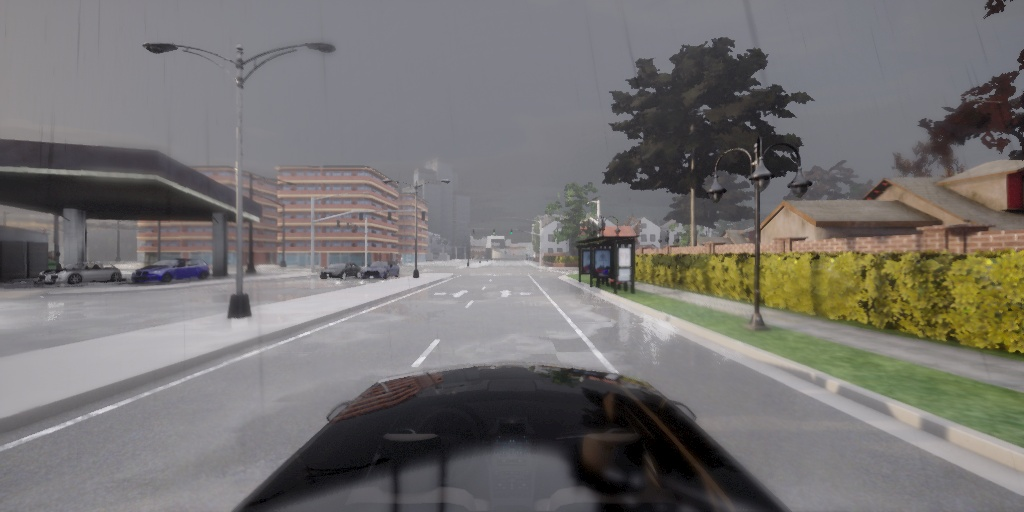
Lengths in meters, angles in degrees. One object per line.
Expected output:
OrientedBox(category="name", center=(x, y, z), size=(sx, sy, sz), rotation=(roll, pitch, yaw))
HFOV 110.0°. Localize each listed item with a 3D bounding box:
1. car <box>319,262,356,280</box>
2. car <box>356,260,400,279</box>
OrientedBox(category="car", center=(-15.000, 1.309, 31.600), size=(1.837, 1.490, 4.892), rotation=(0, 0, 0))
OrientedBox(category="car", center=(-11.500, 1.153, 31.630), size=(2.097, 1.767, 4.553), rotation=(0, 0, 0))
